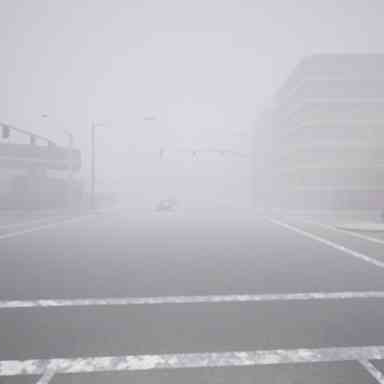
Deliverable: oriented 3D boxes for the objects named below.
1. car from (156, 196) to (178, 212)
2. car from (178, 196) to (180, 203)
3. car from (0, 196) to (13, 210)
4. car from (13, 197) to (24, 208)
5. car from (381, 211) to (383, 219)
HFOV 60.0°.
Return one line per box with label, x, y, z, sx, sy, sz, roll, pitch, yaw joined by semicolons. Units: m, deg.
car;-3.100;1.511;39.042;2.033;1.411;5.357;0;0;-1
car;-3.225;1.454;52.322;1.837;1.490;4.892;0;1;0
car;-23.298;1.260;37.340;4.611;1.667;2.242;0;0;1
car;-24.012;1.415;43.091;3.806;1.475;1.970;0;0;1
car;16.277;1.483;23.905;4.892;1.490;1.837;0;0;1
